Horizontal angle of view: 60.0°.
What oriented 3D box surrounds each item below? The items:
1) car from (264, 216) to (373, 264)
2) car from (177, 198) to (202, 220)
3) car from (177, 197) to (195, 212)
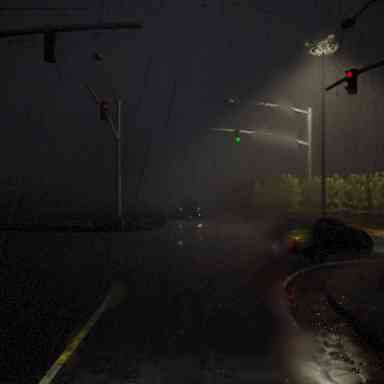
[{"bbox_3d":[4.623,1.601,12.139,4.674,1.442,1.812,0,-1,-35],"label":"car"},{"bbox_3d":[-0.243,1.484,29.871,2.097,1.767,4.553,0,0,-3],"label":"car"},{"bbox_3d":[-0.818,1.527,41.966,2.097,1.767,4.553,0,-1,-3],"label":"car"}]
